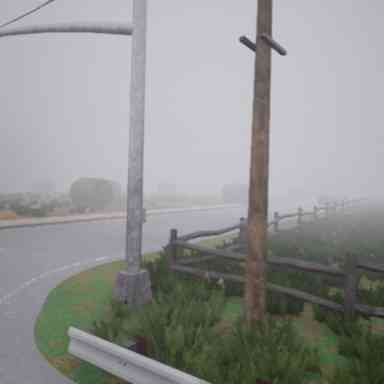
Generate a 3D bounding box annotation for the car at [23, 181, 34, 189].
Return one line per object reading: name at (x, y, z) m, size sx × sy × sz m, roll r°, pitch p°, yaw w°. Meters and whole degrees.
car at (-38.740, -1.607, 79.093) m, size 1.905 × 1.878 × 3.866 m, roll 7°, pitch 2°, yaw -13°

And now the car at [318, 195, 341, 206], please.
car at (18.862, 1.162, 46.145) m, size 1.882 × 1.535 × 5.008 m, roll 3°, pitch 1°, yaw 33°

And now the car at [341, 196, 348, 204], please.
car at (24.414, 1.270, 54.607) m, size 1.895 × 1.301 × 4.718 m, roll 3°, pitch 1°, yaw 33°
